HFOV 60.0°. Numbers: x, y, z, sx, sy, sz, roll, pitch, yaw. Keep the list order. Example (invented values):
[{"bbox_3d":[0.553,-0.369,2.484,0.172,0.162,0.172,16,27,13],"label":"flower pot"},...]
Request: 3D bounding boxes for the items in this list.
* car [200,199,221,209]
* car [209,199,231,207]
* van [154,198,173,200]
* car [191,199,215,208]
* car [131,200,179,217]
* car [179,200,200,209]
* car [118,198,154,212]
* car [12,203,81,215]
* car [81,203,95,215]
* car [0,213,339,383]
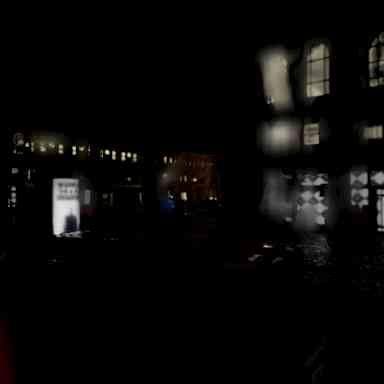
[{"bbox_3d":[2.199,1.860,52.916,2.128,1.511,4.902,0,-1,36],"label":"car"},{"bbox_3d":[5.228,1.982,61.834,2.008,1.369,4.403,-1,-1,35],"label":"car"},{"bbox_3d":[-4.308,1.683,48.274,1.690,1.788,3.998,-1,-1,35],"label":"van"},{"bbox_3d":[1.952,1.925,57.174,1.752,1.417,4.829,-1,-1,35],"label":"car"},{"bbox_3d":[-3.763,1.790,34.383,1.887,1.381,4.507,-1,-1,35],"label":"car"},{"bbox_3d":[-1.128,1.921,52.792,2.008,1.369,4.403,-1,-1,35],"label":"car"},{"bbox_3d":[-7.582,1.838,43.612,1.752,1.417,4.829,-1,-1,35],"label":"car"},{"bbox_3d":[-12.023,1.688,27.326,1.882,1.535,5.008,0,-1,35],"label":"car"},{"bbox_3d":[-11.568,1.813,33.432,1.994,1.385,4.181,0,0,35],"label":"car"},{"bbox_3d":[-1.089,1.330,3.653,5.009,1.841,2.192,0,0,36],"label":"car"}]
